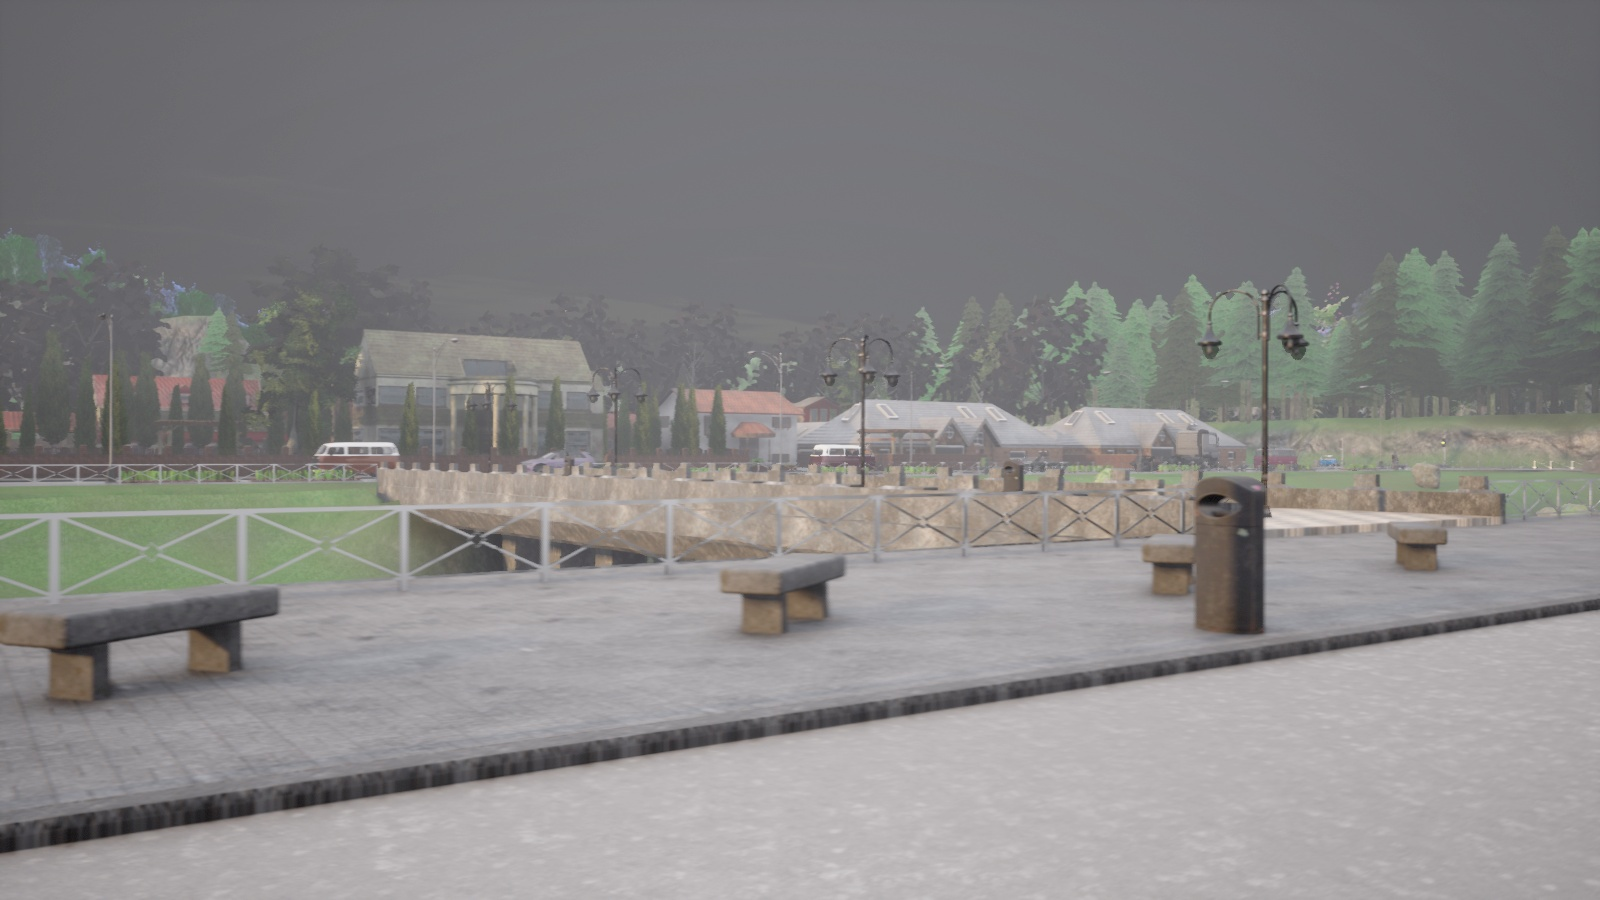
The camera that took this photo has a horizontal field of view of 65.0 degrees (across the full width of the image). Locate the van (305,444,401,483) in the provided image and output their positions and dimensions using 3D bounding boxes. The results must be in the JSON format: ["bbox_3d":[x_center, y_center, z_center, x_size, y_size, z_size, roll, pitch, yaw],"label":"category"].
[{"bbox_3d":[-24.025,0.685,67.575,4.480,2.038,2.069,0,0,-35],"label":"van"}]

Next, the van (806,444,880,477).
[{"bbox_3d":[2.794,0.662,81.360,4.480,2.038,2.069,0,0,-35],"label":"van"}]

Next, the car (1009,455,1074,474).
[{"bbox_3d":[17.615,1.033,91.670,4.718,1.301,1.895,0,0,-35],"label":"car"}]

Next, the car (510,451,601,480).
[{"bbox_3d":[-14.443,0.887,74.241,4.856,1.649,2.033,0,0,-35],"label":"car"}]
